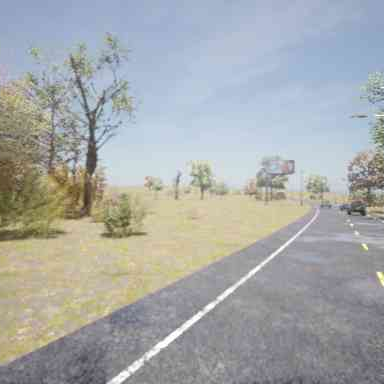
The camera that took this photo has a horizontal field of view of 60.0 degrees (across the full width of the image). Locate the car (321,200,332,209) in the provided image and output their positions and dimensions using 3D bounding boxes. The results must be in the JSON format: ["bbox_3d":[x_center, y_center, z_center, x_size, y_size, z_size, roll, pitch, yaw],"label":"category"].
[{"bbox_3d":[30.875,2.790,76.673,2.150,2.045,5.566,1,-1,20],"label":"car"}]

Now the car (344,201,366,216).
[{"bbox_3d":[24.032,2.357,48.668,2.150,2.045,5.566,1,0,22],"label":"car"}]

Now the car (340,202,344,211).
[{"bbox_3d":[31.040,2.840,67.046,2.097,1.767,4.553,1,-1,20],"label":"car"}]
